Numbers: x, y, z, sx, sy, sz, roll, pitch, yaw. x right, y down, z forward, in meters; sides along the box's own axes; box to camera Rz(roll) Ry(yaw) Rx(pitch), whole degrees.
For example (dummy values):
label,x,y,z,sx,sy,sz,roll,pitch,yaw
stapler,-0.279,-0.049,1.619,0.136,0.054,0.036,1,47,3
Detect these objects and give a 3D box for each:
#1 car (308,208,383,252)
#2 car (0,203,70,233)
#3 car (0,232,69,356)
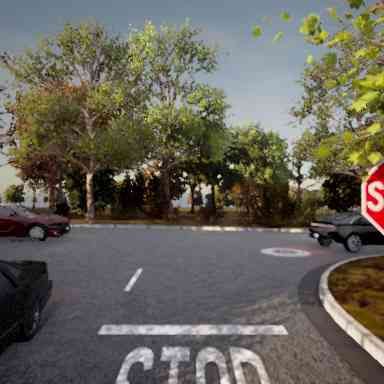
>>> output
label,x,y,z,sx,sy,sz,roll,pitch,yaw
car,7.280,1.589,13.876,4.902,1.511,2.128,2,-1,-16
car,-7.855,1.239,14.323,5.008,1.535,1.882,1,-1,0
car,-3.212,1.538,3.668,2.033,1.411,5.357,0,0,-5
